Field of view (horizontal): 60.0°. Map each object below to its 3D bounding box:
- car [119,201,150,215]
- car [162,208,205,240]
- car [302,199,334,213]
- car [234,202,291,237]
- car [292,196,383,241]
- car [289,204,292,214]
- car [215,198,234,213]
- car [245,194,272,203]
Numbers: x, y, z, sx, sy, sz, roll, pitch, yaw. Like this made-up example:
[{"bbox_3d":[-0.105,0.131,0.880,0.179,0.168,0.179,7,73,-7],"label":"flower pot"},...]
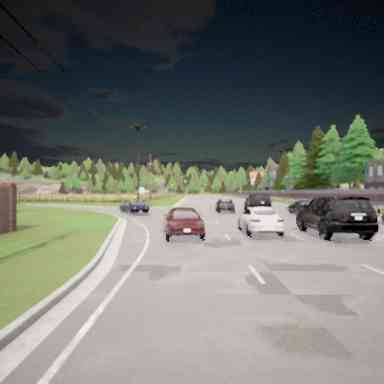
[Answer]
[{"bbox_3d":[-6.011,1.557,33.889,1.895,1.301,4.718,0,0,-29],"label":"car"},{"bbox_3d":[-0.492,1.501,16.688,1.812,1.442,4.674,0,0,-7],"label":"car"},{"bbox_3d":[14.100,1.516,37.538,1.994,1.385,4.181,0,0,0],"label":"car"},{"bbox_3d":[3.601,1.500,17.792,1.812,1.442,4.674,0,0,0],"label":"car"},{"bbox_3d":[7.102,1.199,16.838,2.150,2.045,5.566,0,0,0],"label":"car"},{"bbox_3d":[10.601,1.506,31.706,2.033,1.411,5.357,0,0,0],"label":"car"},{"bbox_3d":[3.601,1.444,36.978,2.128,1.511,4.902,0,0,0],"label":"car"},{"bbox_3d":[7.101,1.176,36.072,2.150,2.045,5.566,0,0,0],"label":"car"}]
